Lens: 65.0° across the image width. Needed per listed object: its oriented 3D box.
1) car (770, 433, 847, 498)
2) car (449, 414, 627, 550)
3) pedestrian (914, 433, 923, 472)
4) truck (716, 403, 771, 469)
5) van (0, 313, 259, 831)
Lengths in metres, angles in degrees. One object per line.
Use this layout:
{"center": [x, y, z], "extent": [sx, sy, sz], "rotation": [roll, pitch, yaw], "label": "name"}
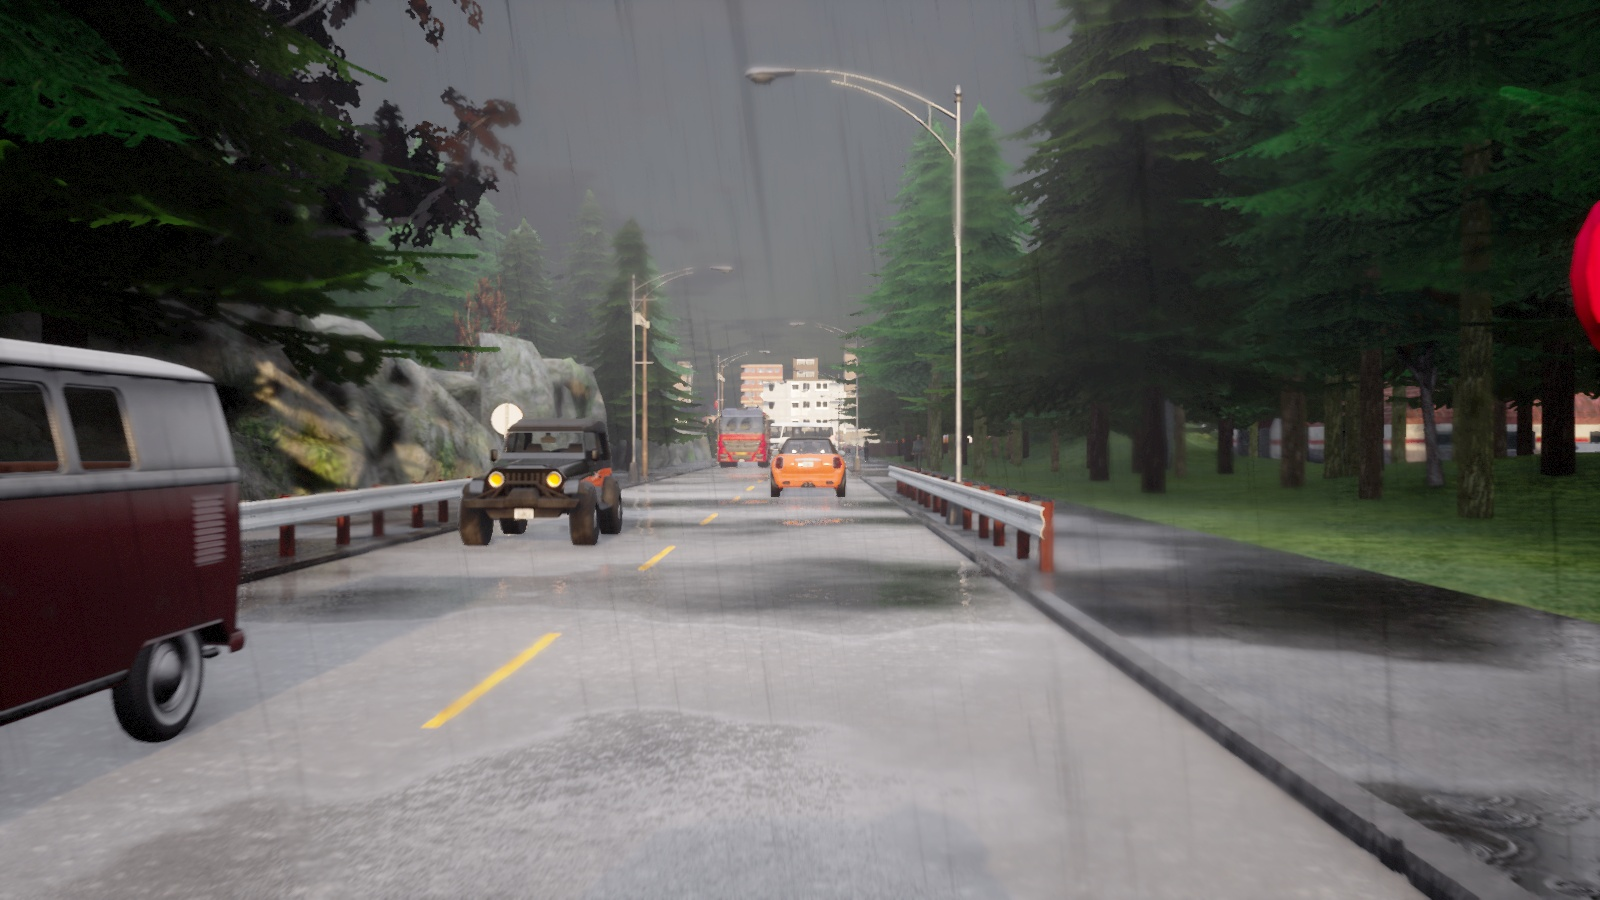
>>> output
{"center": [0.243, 0.400, 36.453], "extent": [2.097, 1.767, 4.553], "rotation": [0, 0, 1], "label": "car"}
{"center": [-3.879, 0.430, 19.245], "extent": [1.905, 1.878, 3.866], "rotation": [0, 0, 0], "label": "car"}
{"center": [5.677, 0.122, 60.125], "extent": [0.402, 1.842, 0.726], "rotation": [0, 0, 1], "label": "pedestrian"}
{"center": [-3.364, -0.854, 76.852], "extent": [2.891, 3.827, 8.468], "rotation": [0, 0, 1], "label": "truck"}
{"center": [-3.958, 0.467, 4.876], "extent": [1.775, 1.987, 4.442], "rotation": [0, 0, 0], "label": "van"}
